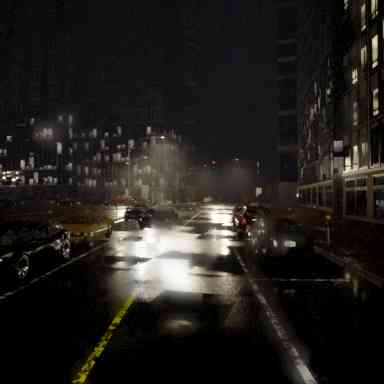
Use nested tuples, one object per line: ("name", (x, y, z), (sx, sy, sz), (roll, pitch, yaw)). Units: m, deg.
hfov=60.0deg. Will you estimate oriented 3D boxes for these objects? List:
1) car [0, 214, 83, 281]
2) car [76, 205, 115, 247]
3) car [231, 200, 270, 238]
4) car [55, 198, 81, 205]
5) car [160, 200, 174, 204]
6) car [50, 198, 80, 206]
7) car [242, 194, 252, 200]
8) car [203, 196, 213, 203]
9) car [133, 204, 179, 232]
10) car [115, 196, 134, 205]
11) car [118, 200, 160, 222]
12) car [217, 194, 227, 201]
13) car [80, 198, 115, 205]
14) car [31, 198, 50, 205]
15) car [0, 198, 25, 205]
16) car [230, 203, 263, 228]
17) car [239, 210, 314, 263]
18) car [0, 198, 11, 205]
("car", (-5.118, 1.574, 9.960), (1.947, 1.339, 4.313), (1, 0, 2))
("car", (-4.886, 1.539, 15.284), (1.752, 1.417, 4.829), (1, 0, 3))
("car", (3.273, 1.448, 17.570), (1.967, 1.590, 4.097), (1, 0, 4))
("car", (-23.950, 1.879, 64.404), (4.403, 1.369, 2.008), (0, -1, 15))
("car", (-2.988, 1.593, 37.140), (2.008, 1.369, 4.403), (1, 0, 7))
("car", (-20.632, 1.692, 55.322), (4.403, 1.369, 2.008), (0, -1, 15))
("car", (12.592, 1.436, 76.034), (2.192, 1.841, 5.009), (1, 0, 15))
("car", (3.591, 1.671, 73.794), (1.752, 1.417, 4.829), (1, 0, 14))
("car", (-1.985, 1.617, 20.547), (1.895, 1.301, 4.718), (0, 0, 4))
("car", (-13.160, 1.571, 61.446), (5.009, 1.841, 2.192), (0, -1, 15))
("car", (-4.118, 1.576, 26.383), (2.008, 1.369, 4.403), (1, 0, 5))
("car", (8.153, 1.525, 89.883), (2.192, 1.841, 5.009), (1, 0, 16))
("car", (-15.240, 1.672, 53.842), (4.313, 1.339, 1.947), (0, -1, 15))
("car", (-29.508, 1.890, 65.931), (4.829, 1.417, 1.752), (0, -1, 15))
("car", (-31.417, 1.764, 58.284), (4.403, 1.369, 2.008), (0, -1, 15))
("car", (3.662, 1.555, 23.200), (1.887, 1.381, 4.507), (1, 0, 5))
("car", (2.980, 1.570, 11.890), (1.947, 1.339, 4.313), (1, 0, 2))
("car", (-40.134, 1.985, 68.848), (4.403, 1.369, 2.008), (0, -1, 15))
